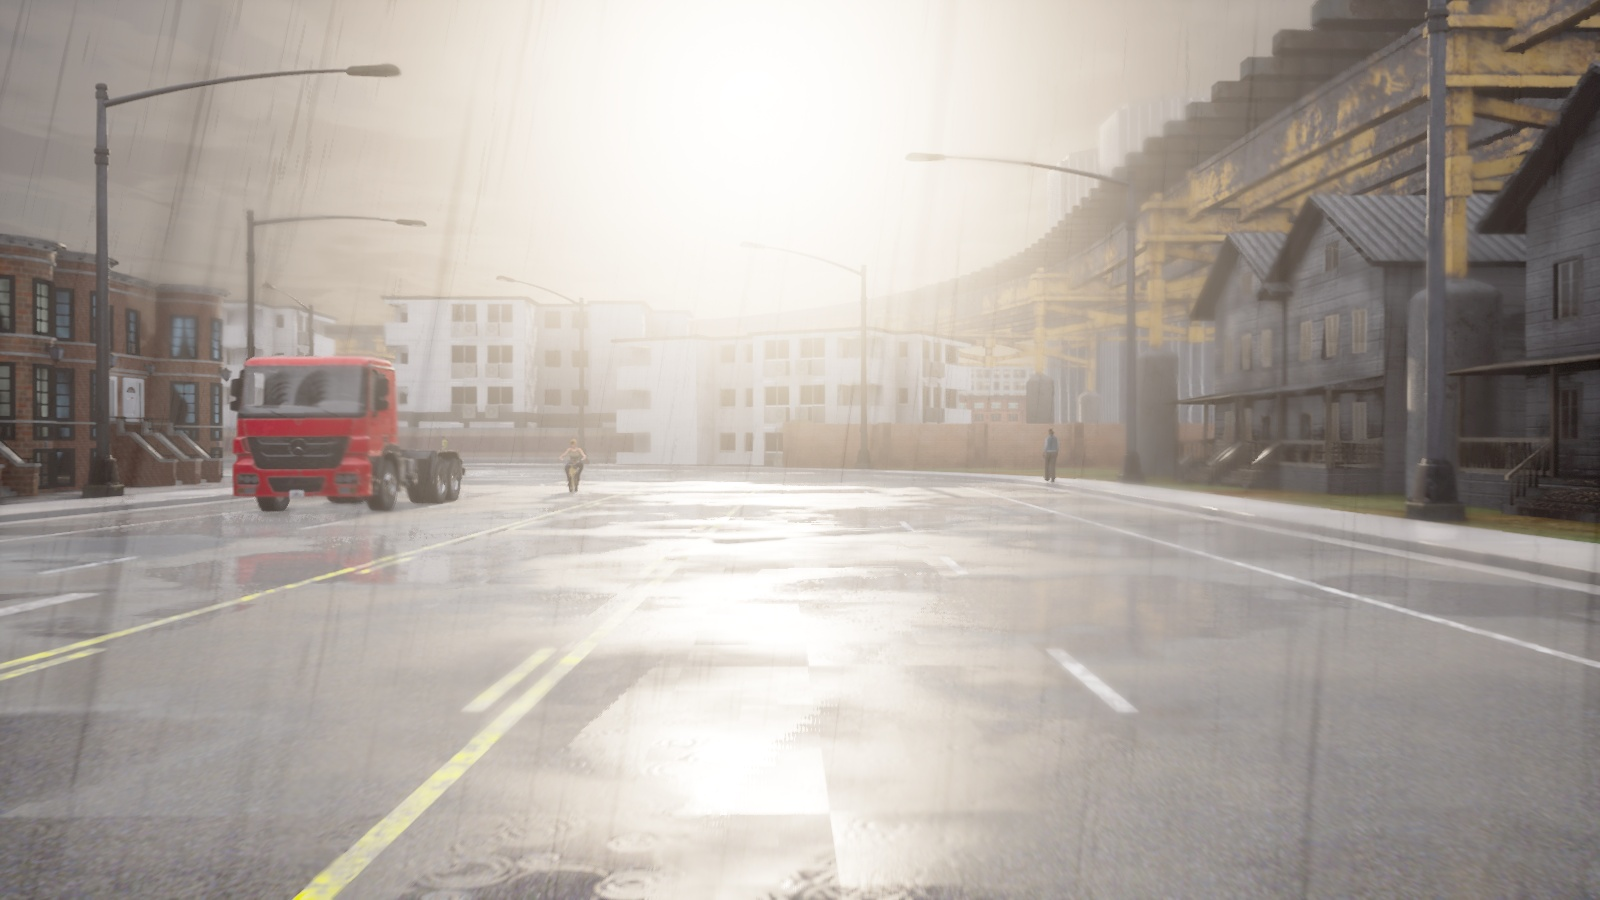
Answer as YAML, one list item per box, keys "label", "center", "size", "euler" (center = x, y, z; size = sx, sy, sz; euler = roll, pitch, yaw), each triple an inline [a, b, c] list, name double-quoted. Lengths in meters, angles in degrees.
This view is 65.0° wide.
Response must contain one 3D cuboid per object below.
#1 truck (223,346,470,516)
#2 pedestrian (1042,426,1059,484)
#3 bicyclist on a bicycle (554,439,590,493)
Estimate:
- label: "truck"
  center: [-10.297, -0.411, 29.602]
  size: [2.891, 3.462, 7.936]
  euler: [0, 0, 1]
- label: "pedestrian"
  center: [8.450, 0.169, 42.393]
  size: [0.396, 1.930, 0.692]
  euler: [0, 0, -3]
- label: "bicyclist on a bicycle"
  center: [-6.840, 0.465, 37.740]
  size: [0.866, 1.612, 1.509]
  euler: [0, 0, -1]
